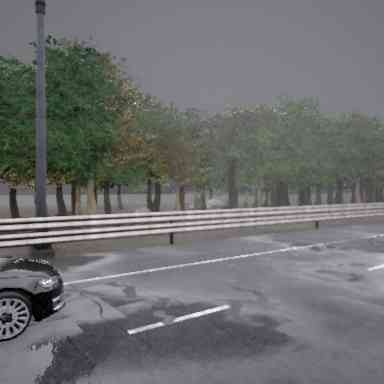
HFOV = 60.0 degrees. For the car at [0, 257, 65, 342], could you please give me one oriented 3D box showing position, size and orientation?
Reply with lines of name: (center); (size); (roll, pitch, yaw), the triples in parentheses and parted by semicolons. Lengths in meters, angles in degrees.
car: (-4.486, 1.497, 4.838); (4.902, 1.511, 2.128); (0, 0, -35)
